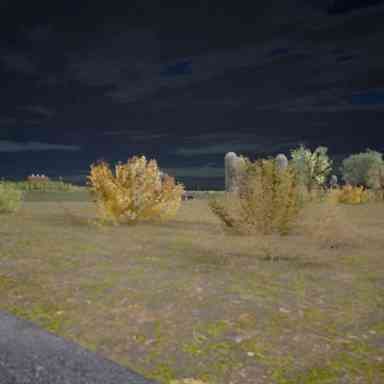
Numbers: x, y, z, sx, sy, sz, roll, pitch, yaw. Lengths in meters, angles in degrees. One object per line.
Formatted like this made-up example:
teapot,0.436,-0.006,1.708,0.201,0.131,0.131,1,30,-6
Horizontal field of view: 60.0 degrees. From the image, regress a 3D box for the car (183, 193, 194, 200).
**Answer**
car,-1.057,1.012,73.217,1.837,1.490,4.892,0,0,36
